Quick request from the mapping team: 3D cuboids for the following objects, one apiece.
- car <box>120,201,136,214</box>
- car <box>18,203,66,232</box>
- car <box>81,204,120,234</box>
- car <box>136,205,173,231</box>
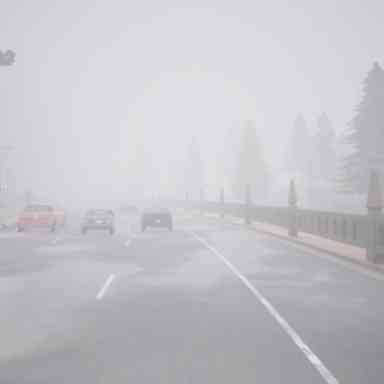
[{"bbox_3d":[-7.640,1.768,39.094,1.812,1.442,4.674,0,0,-21],"label":"car"},{"bbox_3d":[-9.519,1.509,21.453,2.097,1.767,4.553,0,0,-12],"label":"car"},{"bbox_3d":[-5.663,1.682,20.492,2.033,1.411,5.357,0,0,-12],"label":"car"},{"bbox_3d":[-2.467,1.606,22.009,1.882,1.535,5.008,0,0,-11],"label":"car"}]
